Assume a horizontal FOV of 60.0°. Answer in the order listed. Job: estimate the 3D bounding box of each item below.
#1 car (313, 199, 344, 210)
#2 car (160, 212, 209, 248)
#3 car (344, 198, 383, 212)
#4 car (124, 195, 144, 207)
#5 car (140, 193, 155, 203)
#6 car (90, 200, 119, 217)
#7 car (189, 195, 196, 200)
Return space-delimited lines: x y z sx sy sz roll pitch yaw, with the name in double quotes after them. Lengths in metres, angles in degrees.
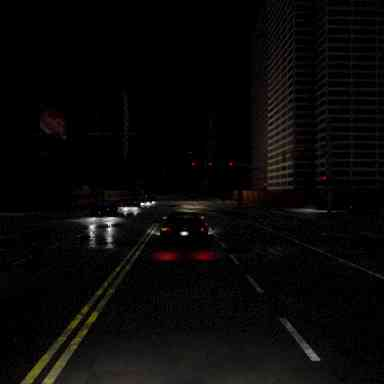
18.310 1.547 42.161 5.357 1.411 2.033 0 0 -2 "car"
-0.362 1.564 14.756 1.994 1.385 4.181 0 0 -2 "car"
20.965 1.492 38.763 4.902 1.511 2.128 0 0 -2 "car"
-9.003 1.601 50.603 1.895 1.301 4.718 0 0 2 "car"
-9.349 1.492 68.494 2.128 1.511 4.902 0 0 -2 "car"
-8.127 1.526 31.219 1.812 1.442 4.674 0 0 -2 "car"
0.243 1.525 94.655 2.128 1.511 4.902 0 0 -2 "car"
